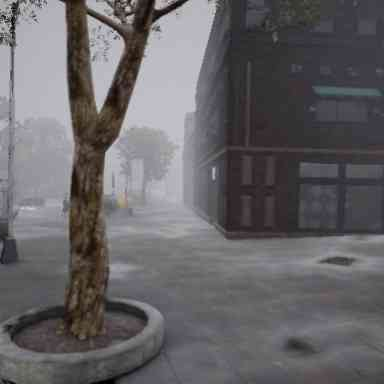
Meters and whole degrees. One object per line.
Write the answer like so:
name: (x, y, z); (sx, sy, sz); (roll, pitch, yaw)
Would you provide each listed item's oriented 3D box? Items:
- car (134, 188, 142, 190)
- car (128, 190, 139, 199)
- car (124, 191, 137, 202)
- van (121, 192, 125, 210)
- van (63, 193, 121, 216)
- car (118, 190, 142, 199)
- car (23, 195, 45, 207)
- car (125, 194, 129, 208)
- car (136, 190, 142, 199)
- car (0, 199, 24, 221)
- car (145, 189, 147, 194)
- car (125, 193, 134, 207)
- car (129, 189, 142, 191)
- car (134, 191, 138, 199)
car: (-12.992, 0.581, 68.253); (4.553, 1.767, 2.185); (2, 1, -26)
car: (-11.551, 0.981, 53.315); (4.892, 1.521, 2.231); (2, 1, -26)
car: (-11.124, 1.084, 47.262); (5.366, 1.575, 1.946); (2, 1, -26)
van: (-9.283, 1.069, 32.472); (4.442, 1.987, 1.878); (2, 0, -26)
van: (-8.960, 1.086, 29.488); (4.442, 1.987, 1.878); (2, 0, -26)
car: (-13.281, 0.528, 71.240); (4.553, 1.767, 2.185); (2, 1, -26)
car: (-19.635, 1.102, 40.781); (1.994, 1.385, 4.181); (1, 1, -5)
car: (-9.709, 1.275, 35.392); (5.008, 1.535, 2.097); (2, 1, -26)
car: (-12.443, 0.853, 62.271); (4.674, 1.452, 2.002); (2, 1, -26)
car: (-13.658, 1.359, 22.949); (1.895, 1.301, 4.718); (1, 0, -7)
car: (-13.893, 0.299, 77.180); (5.566, 2.045, 2.435); (2, 1, -26)
car: (-9.871, 1.252, 38.460); (5.366, 1.575, 1.946); (2, 0, -26)
car: (-12.764, 0.788, 65.244); (4.792, 1.488, 2.163); (2, 1, -26)
car: (-11.426, 1.028, 50.248); (5.366, 1.575, 1.946); (2, 1, -26)
